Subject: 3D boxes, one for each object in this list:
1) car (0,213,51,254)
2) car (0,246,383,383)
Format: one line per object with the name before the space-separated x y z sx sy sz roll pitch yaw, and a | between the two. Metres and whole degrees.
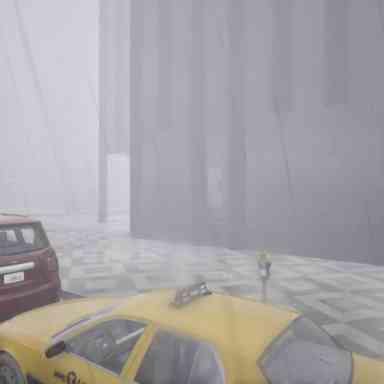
car | -4.492 1.314 6.177 5.009 1.841 2.192 0 0 36
car | -0.218 1.525 3.120 4.829 1.417 1.752 0 0 36
